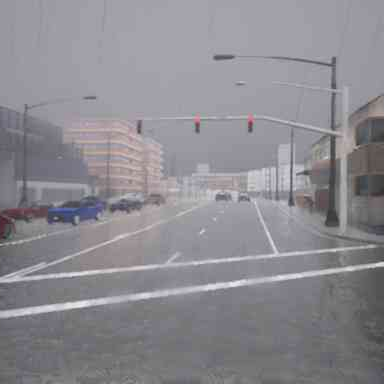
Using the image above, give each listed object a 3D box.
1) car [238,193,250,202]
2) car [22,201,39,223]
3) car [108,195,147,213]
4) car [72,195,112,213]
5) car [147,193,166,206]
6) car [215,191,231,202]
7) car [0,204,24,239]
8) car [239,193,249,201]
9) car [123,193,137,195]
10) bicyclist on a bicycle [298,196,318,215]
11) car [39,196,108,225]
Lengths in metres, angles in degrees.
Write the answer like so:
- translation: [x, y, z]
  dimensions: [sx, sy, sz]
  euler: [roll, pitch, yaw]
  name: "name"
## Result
- translation: [8.281, 0.850, 52.821]
  dimensions: [1.812, 1.442, 4.674]
  euler: [1, 0, 10]
  name: "car"
- translation: [-11.098, 1.327, 23.272]
  dimensions: [1.895, 1.301, 4.718]
  euler: [1, 1, 10]
  name: "car"
- translation: [-6.169, 1.234, 31.464]
  dimensions: [1.895, 1.301, 4.718]
  euler: [1, 1, 10]
  name: "car"
- translation: [-9.593, 1.105, 32.200]
  dimensions: [1.812, 1.442, 4.674]
  euler: [1, 1, 10]
  name: "car"
- translation: [-4.499, 0.912, 41.294]
  dimensions: [1.812, 1.442, 4.674]
  euler: [1, 2, 10]
  name: "car"
- translation: [4.963, 0.745, 54.853]
  dimensions: [1.882, 1.535, 5.008]
  euler: [1, 0, 10]
  name: "car"
- translation: [-9.197, 1.387, 13.458]
  dimensions: [1.994, 1.385, 4.181]
  euler: [1, 0, 10]
  name: "car"
- translation: [10.150, 0.897, 64.619]
  dimensions: [1.812, 1.442, 4.674]
  euler: [1, -1, 10]
  name: "car"
- translation: [-7.916, 0.858, 42.017]
  dimensions: [1.812, 1.442, 4.674]
  euler: [1, 2, 10]
  name: "car"
- translation: [10.139, 1.164, 29.011]
  dimensions: [1.656, 1.620, 0.582]
  euler: [1, 1, 10]
  name: "bicyclist on a bicycle"
- translation: [-7.712, 1.261, 22.261]
  dimensions: [1.882, 1.535, 5.008]
  euler: [1, 1, 9]
  name: "car"
